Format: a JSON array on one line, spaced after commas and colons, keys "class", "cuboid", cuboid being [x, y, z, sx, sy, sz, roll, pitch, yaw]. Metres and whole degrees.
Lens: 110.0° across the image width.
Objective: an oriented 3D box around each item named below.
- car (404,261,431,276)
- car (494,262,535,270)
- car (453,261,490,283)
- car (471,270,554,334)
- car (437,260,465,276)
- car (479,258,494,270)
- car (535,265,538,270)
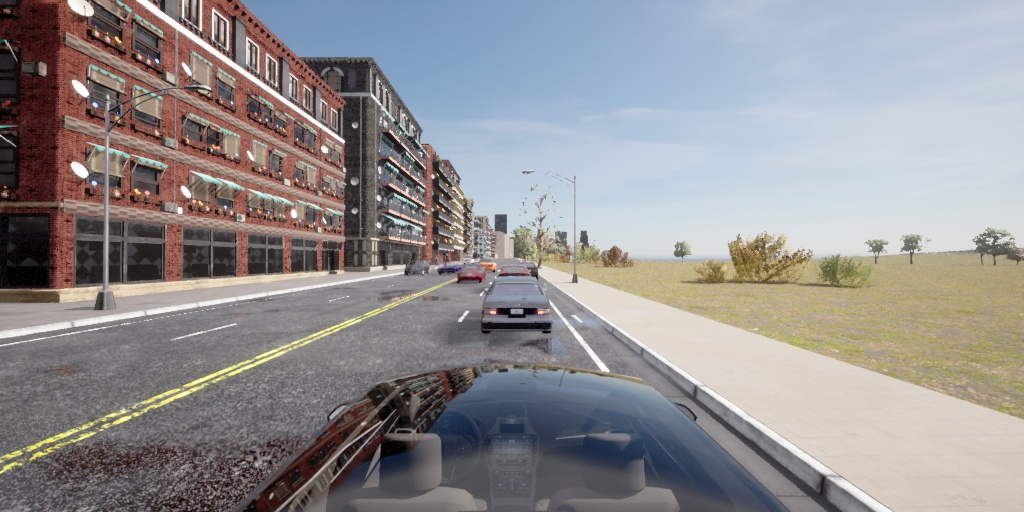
[{"class": "car", "cuboid": [-9.778, 1.259, 37.306, 1.837, 1.490, 4.892, 0, 0, 0]}, {"class": "car", "cuboid": [0.142, 1.231, 21.159, 1.882, 1.535, 5.008, 0, 0, 0]}, {"class": "car", "cuboid": [-3.096, 1.317, 28.276, 1.994, 1.385, 4.181, 0, 0, 0]}, {"class": "car", "cuboid": [0.117, 1.299, 10.619, 2.033, 1.411, 5.357, 0, 0, 0]}, {"class": "car", "cuboid": [-6.528, 1.355, 37.694, 1.895, 1.301, 4.718, 0, 0, 0]}, {"class": "car", "cuboid": [-3.063, 1.106, 44.918, 2.097, 1.767, 4.553, 0, 0, 1]}, {"class": "car", "cuboid": [1.197, 1.232, 30.597, 1.882, 1.535, 5.008, 0, 0, 0]}]
